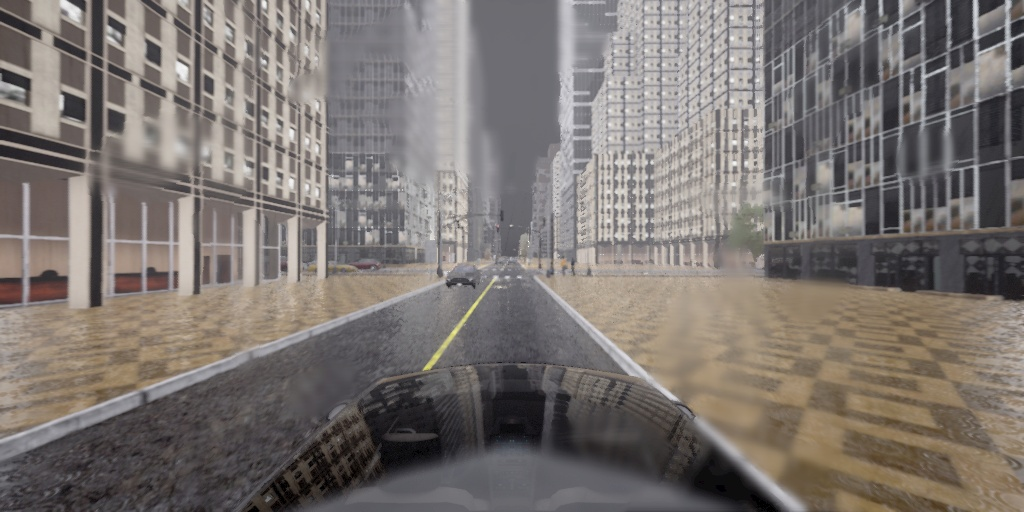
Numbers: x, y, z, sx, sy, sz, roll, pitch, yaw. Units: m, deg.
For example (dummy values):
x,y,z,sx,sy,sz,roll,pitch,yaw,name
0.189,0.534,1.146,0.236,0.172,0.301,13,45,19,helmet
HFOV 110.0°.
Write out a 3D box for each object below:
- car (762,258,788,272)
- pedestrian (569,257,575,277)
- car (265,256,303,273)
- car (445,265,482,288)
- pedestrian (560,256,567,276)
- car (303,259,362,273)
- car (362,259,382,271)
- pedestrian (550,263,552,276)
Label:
x,y,z,sx,sy,sz,roll,pitch,yaw,name
35.980,1.221,47.322,5.009,1.841,2.192,0,0,-1,car
5.608,0.961,32.890,0.375,1.860,0.375,0,0,0,pedestrian
-24.740,0.903,37.861,5.009,1.841,2.192,0,0,-1,car
-3.066,1.288,23.659,2.033,1.411,5.357,0,0,0,car
4.641,0.906,32.290,0.375,1.860,0.375,0,0,0,pedestrian
-18.892,1.147,37.925,4.829,1.417,1.751,0,0,-1,car
-19.201,1.088,46.561,4.097,1.591,1.967,0,0,-1,car
3.636,0.873,33.490,0.375,1.860,0.375,0,0,0,pedestrian
